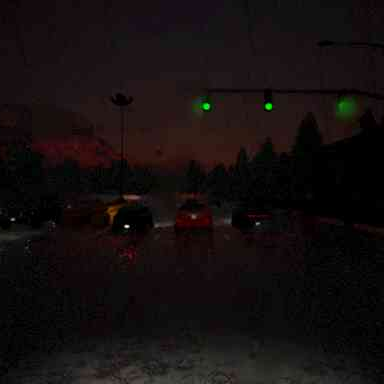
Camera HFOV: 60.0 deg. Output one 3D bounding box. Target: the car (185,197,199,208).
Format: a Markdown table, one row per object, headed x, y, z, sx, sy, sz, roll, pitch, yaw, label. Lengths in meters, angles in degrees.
| x | y | z | sx | sy | sz | roll | pitch | yaw | label |
| --- | --- | --- | --- | --- | --- | --- | --- | --- | --- |
| 0.010 | 1.601 | 52.463 | 2.128 | 1.511 | 4.902 | 0 | 0 | 0 | car |

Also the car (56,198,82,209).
| x | y | z | sx | sy | sz | roll | pitch | yaw | label |
| --- | --- | --- | --- | --- | --- | --- | --- | --- | --- |
| -17.538 | 1.607 | 47.669 | 1.837 | 1.490 | 4.892 | 0 | -1 | 1 | car |

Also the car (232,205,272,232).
| x | y | z | sx | sy | sz | roll | pitch | yaw | label |
| --- | --- | --- | --- | --- | --- | --- | --- | --- | --- |
| 3.604 | 1.534 | 20.609 | 2.128 | 1.511 | 4.902 | 0 | 0 | 0 | car |

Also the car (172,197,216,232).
| x | y | z | sx | sy | sz | roll | pitch | yaw | label |
| --- | --- | --- | --- | --- | --- | --- | --- | --- | --- |
| 0.105 | 1.395 | 20.340 | 2.097 | 1.767 | 4.553 | 0 | 0 | 0 | car |

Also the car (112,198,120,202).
| x | y | z | sx | sy | sz | roll | pitch | yaw | label |
| --- | --- | --- | --- | --- | --- | --- | --- | --- | --- |
| -10.531 | 1.649 | 48.355 | 2.033 | 1.411 | 5.357 | 0 | 0 | 1 | car |

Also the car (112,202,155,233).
| x | y | z | sx | sy | sz | roll | pitch | yaw | label |
| --- | --- | --- | --- | --- | --- | --- | --- | --- | --- |
| -3.396 | 1.547 | 19.783 | 1.837 | 1.490 | 4.892 | 0 | 0 | 0 | car |

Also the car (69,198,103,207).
| x | y | z | sx | sy | sz | roll | pitch | yaw | label |
| --- | --- | --- | --- | --- | --- | --- | --- | --- | --- |
| -10.572 | 1.421 | 32.670 | 2.097 | 1.767 | 4.553 | 0 | 0 | 0 | car |

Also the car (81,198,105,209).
| x | y | z | sx | sy | sz | roll | pitch | yaw | label |
| --- | --- | --- | --- | --- | --- | --- | --- | --- | --- |
| -14.030 | 1.606 | 47.312 | 1.837 | 1.490 | 4.892 | 0 | 0 | 1 | car |

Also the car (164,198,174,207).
| x | y | z | sx | sy | sz | roll | pitch | yaw | label |
| --- | --- | --- | --- | --- | --- | --- | --- | --- | --- |
| -3.489 | 1.636 | 52.880 | 1.812 | 1.442 | 4.674 | 0 | 0 | 0 | car |

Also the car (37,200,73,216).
| x | y | z | sx | sy | sz | roll | pitch | yaw | label |
| --- | --- | --- | --- | --- | --- | --- | --- | --- | --- |
| -14.067 | 1.599 | 34.381 | 1.812 | 1.442 | 4.674 | 0 | 0 | 0 | car |

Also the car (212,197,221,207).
| x | y | z | sx | sy | sz | roll | pitch | yaw | label |
| --- | --- | --- | --- | --- | --- | --- | --- | --- | --- |
| 3.510 | 1.601 | 52.462 | 2.128 | 1.511 | 4.902 | 0 | 0 | 0 | car |

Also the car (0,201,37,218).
| x | y | z | sx | sy | sz | roll | pitch | yaw | label |
| --- | --- | --- | --- | --- | --- | --- | --- | --- | --- |
| -17.570 | 1.618 | 32.898 | 2.033 | 1.411 | 5.357 | 0 | 0 | 0 | car |

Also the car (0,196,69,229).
| x | y | z | sx | sy | sz | roll | pitch | yaw | label |
| --- | --- | --- | --- | --- | --- | --- | --- | --- | --- |
| -10.578 | 1.269 | 22.389 | 2.150 | 2.045 | 5.566 | 0 | 0 | 0 | car |
